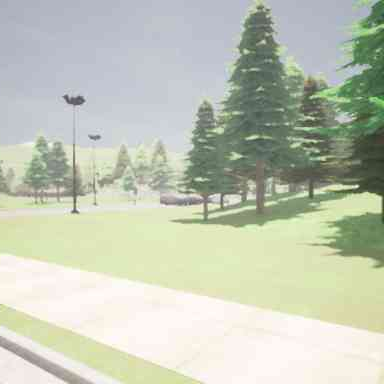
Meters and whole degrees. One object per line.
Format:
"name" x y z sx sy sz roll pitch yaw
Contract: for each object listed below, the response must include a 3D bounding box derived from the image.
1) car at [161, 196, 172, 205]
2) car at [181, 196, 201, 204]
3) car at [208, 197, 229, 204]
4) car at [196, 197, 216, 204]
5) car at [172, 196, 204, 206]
"car" -2.967 1.666 58.619 1.994 1.385 4.181 0 0 37
"car" -0.206 1.636 68.401 1.812 1.442 4.674 0 0 36
"car" 5.448 1.617 64.274 1.812 1.442 4.674 0 0 36
"car" 2.866 1.665 66.674 1.994 1.385 4.181 0 0 36
"car" -0.604 1.597 55.895 1.837 1.490 4.892 0 0 37
